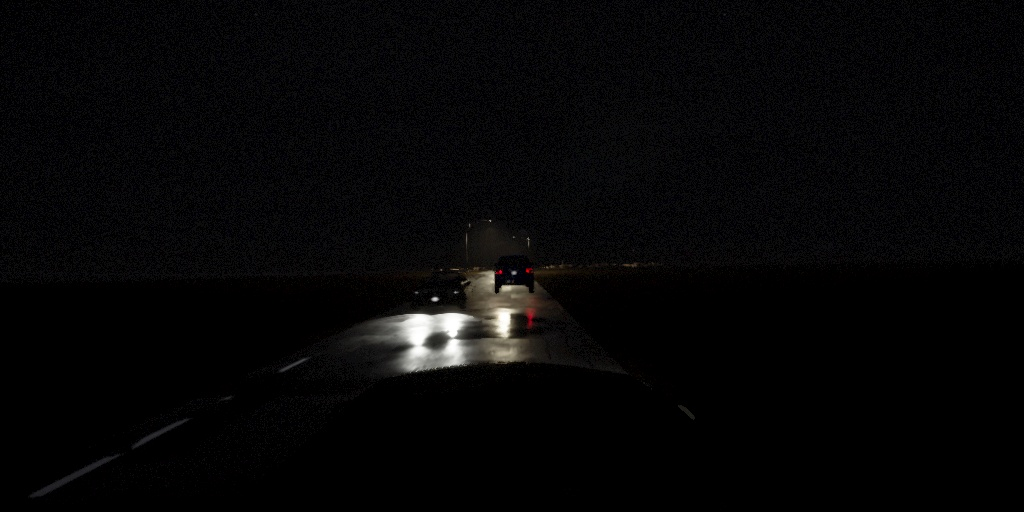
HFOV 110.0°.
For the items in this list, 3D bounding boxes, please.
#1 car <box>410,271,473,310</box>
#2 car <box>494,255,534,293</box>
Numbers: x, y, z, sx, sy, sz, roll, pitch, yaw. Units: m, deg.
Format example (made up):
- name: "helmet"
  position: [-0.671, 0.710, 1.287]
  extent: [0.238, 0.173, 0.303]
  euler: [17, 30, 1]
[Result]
- name: "car"
  position: [-2.711, 1.324, 14.596]
  extent: [1.994, 1.385, 4.181]
  euler: [-1, 0, 0]
- name: "car"
  position: [0.116, 0.967, 21.149]
  extent: [2.150, 2.045, 5.566]
  euler: [-1, 0, 0]
